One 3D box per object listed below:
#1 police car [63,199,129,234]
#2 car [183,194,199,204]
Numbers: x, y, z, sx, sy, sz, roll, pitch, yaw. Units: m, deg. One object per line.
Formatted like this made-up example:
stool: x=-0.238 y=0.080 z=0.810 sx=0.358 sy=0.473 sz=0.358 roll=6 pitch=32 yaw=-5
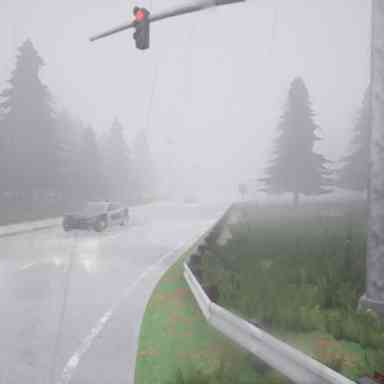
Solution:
police car: x=-5.046 y=1.198 z=17.944 sx=1.930 sy=1.638 sz=5.238 roll=1 pitch=1 yaw=10
car: x=-0.074 y=1.046 z=50.297 sx=2.033 sy=1.411 sz=5.357 roll=1 pitch=1 yaw=8
